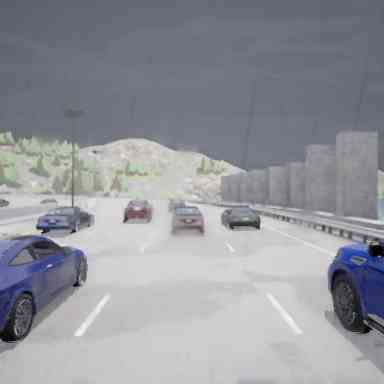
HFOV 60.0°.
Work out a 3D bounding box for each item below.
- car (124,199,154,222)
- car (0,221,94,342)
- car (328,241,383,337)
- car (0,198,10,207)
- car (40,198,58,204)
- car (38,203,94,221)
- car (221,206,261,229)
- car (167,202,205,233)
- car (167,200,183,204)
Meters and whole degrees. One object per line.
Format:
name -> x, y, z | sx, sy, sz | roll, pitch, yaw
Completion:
car -> -4.229, 1.368, 26.959 | 2.097, 1.767, 4.553 | 0, 0, -4
car -> -3.482, 1.530, 6.344 | 1.812, 1.442, 4.674 | 0, 0, -1
car -> 3.556, 1.223, 3.668 | 2.150, 2.045, 5.566 | 0, 0, -1
car -> -28.734, 1.598, 49.632 | 1.994, 1.385, 4.181 | 0, 0, -12
car -> -21.883, 1.597, 51.068 | 1.994, 1.385, 4.181 | 0, 0, -12
car -> -7.281, 1.560, 19.584 | 2.033, 1.411, 5.357 | 0, 0, -2
car -> 3.103, 1.576, 21.797 | 1.994, 1.385, 4.181 | 0, 0, -3
car -> -0.282, 1.558, 19.704 | 2.033, 1.411, 5.357 | 0, 0, -2
car -> -1.778, 1.568, 37.816 | 2.033, 1.411, 5.357 | 0, 0, -8
